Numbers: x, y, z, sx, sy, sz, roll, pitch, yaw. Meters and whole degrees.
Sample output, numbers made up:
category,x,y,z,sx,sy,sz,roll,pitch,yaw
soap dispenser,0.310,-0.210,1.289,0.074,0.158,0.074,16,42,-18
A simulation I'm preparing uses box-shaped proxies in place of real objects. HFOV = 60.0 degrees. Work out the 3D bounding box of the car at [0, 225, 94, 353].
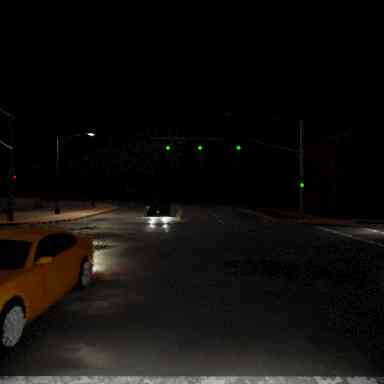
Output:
category,x,y,z,sx,sy,sz,roll,pitch,yaw
car,-3.422,1.481,6.349,1.882,1.535,5.008,0,0,1

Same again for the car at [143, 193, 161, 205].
category,x,y,z,sx,sy,sz,roll,pitch,yaw
car,-6.851,1.174,57.394,2.150,2.045,5.566,1,0,-25

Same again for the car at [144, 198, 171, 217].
category,x,y,z,sx,sy,sz,roll,pitch,yaw
car,-3.052,1.580,31.504,1.994,1.385,4.181,0,0,0
